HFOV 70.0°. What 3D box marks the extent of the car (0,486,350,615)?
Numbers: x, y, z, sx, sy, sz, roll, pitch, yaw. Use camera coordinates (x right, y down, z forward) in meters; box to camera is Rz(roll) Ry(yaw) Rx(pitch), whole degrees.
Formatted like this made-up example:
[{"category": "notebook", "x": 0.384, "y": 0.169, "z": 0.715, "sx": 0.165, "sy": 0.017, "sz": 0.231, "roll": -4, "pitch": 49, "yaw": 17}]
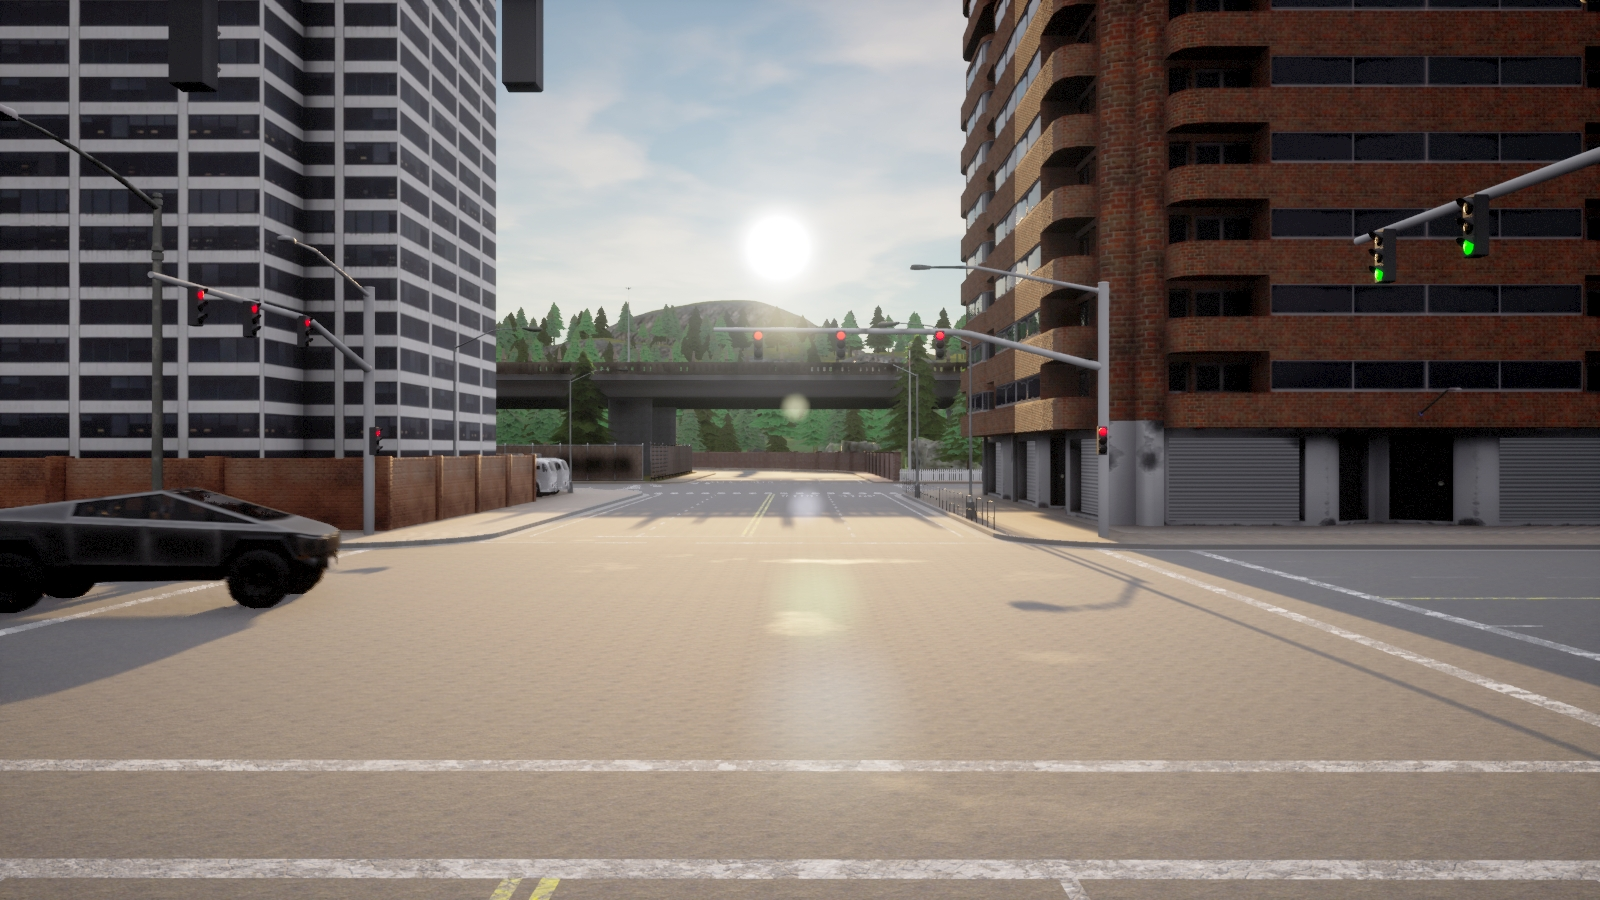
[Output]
[{"category": "car", "x": -11.779, "y": 1.752, "z": 20.813, "sx": 6.274, "sy": 2.098, "sz": 2.390, "roll": 0, "pitch": 0, "yaw": -8}]
